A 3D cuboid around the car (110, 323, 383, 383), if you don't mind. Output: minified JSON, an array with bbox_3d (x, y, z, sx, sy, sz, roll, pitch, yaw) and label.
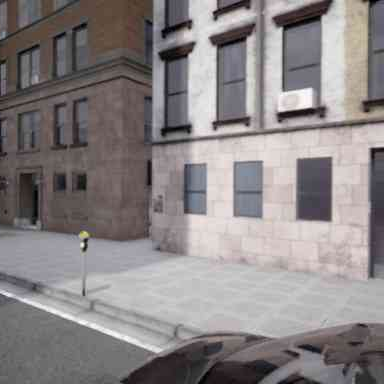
[{"bbox_3d":[1.232,1.566,1.930,4.313,1.339,1.947,1,0,35],"label":"car"}]
